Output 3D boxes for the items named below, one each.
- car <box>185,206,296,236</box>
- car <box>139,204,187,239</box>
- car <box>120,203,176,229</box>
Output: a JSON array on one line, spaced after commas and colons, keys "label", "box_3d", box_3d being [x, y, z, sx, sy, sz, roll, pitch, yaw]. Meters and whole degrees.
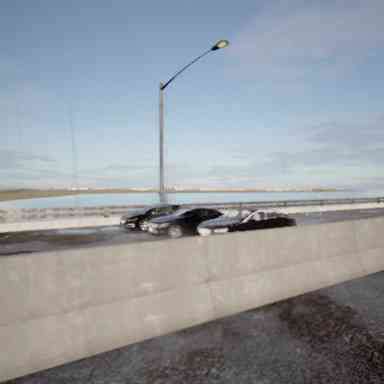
[{"label": "car", "box_3d": [2.428, 1.430, 14.284, 4.902, 1.511, 2.128, 0, 0, -35]}, {"label": "car", "box_3d": [-0.019, 1.467, 16.841, 4.674, 1.442, 1.812, 0, 0, -35]}, {"label": "car", "box_3d": [-1.846, 1.444, 19.834, 4.892, 1.490, 1.837, 0, 0, -35]}]
